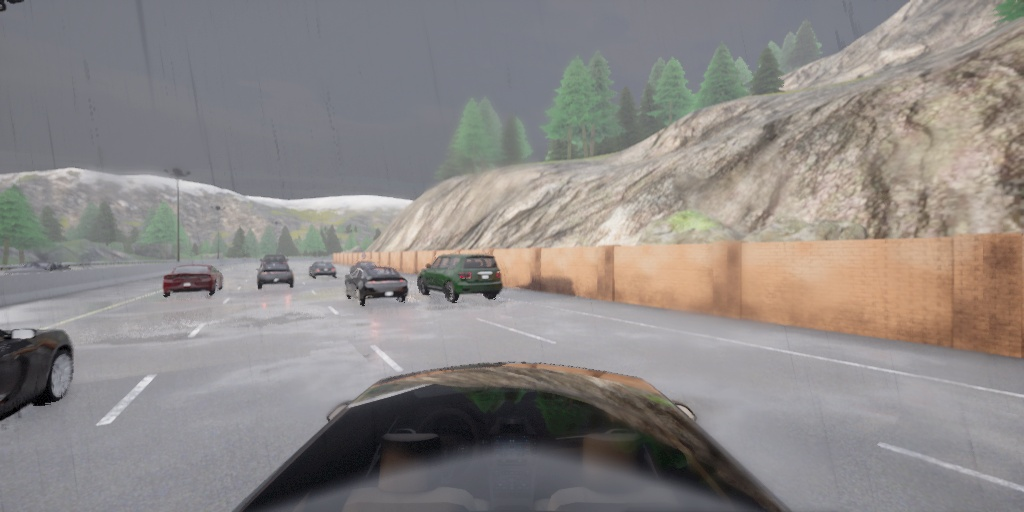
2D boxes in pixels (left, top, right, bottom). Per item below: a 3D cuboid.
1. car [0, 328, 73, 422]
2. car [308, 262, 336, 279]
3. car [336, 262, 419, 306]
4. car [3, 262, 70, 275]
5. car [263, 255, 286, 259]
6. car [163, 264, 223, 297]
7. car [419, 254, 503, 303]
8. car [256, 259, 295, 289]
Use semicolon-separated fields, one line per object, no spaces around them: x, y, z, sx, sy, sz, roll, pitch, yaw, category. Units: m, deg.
-6.035;1.224;3.055;1.882;1.535;5.008;0;0;-34;car
-16.863;1.218;31.857;2.033;1.411;5.357;0;0;-34;car
-6.021;1.205;15.638;2.128;1.511;4.902;0;0;-34;car
-34.011;1.181;25.788;2.128;1.511;4.902;0;0;-33;car
-23.275;0.883;35.149;2.150;2.045;5.566;0;0;-34;car
-16.543;1.183;18.784;1.882;1.535;5.008;0;0;-34;car
-2.572;0.933;16.777;2.150;2.045;5.566;0;0;-34;car
-14.972;1.187;22.729;2.128;1.511;4.902;0;0;-34;car
